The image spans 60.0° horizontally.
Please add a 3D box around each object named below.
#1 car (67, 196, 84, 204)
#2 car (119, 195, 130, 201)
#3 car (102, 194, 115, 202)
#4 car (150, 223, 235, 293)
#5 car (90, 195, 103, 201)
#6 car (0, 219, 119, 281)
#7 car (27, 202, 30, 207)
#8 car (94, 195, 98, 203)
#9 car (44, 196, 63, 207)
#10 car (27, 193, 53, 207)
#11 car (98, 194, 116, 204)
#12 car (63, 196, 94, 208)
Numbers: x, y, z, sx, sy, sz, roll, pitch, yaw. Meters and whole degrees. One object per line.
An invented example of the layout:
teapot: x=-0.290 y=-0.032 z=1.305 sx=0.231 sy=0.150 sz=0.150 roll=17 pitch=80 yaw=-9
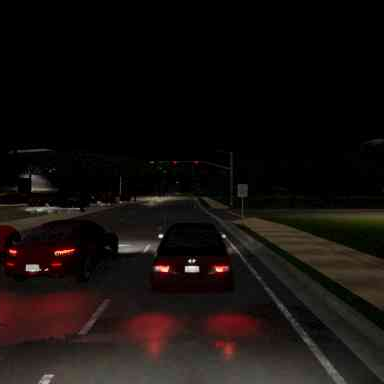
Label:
car: x=-23.271 y=1.524 z=66.532 sx=1.812 sy=1.442 sz=4.674 roll=0 pitch=0 yaw=0
car: x=-16.268 y=1.540 z=80.649 sx=2.033 sy=1.411 sz=5.357 roll=0 pitch=0 yaw=0
car: x=-19.768 y=1.355 z=78.906 sx=2.097 sy=1.767 sz=4.553 roll=0 pitch=0 yaw=0
car: x=0.007 y=1.547 z=8.991 sx=2.033 sy=1.411 sz=5.357 roll=0 pitch=0 yaw=0
car: x=-23.267 y=1.499 z=81.494 sx=1.837 sy=1.490 sz=4.892 roll=0 pitch=0 yaw=0
car: x=-3.496 y=1.526 z=9.702 sx=1.812 sy=1.442 sz=4.674 roll=0 pitch=0 yaw=1
car: x=-6.990 y=1.352 z=9.755 sx=2.097 sy=1.767 sz=4.553 roll=0 pitch=0 yaw=0
car: x=-19.792 y=1.563 z=64.202 sx=1.994 sy=1.385 sz=4.181 roll=0 pitch=0 yaw=1
car: x=-19.975 y=1.600 z=50.450 sx=1.895 sy=1.301 sz=4.718 roll=0 pitch=0 yaw=2
car: x=-23.396 y=1.222 z=51.820 sx=2.150 sy=2.045 sz=5.566 roll=0 pitch=0 yaw=2
car: x=-16.289 y=1.477 z=65.121 sx=1.882 sy=1.535 sz=5.008 roll=0 pitch=0 yaw=0
car: x=-16.275 y=1.547 z=48.080 sx=2.033 sy=1.411 sz=5.357 roll=0 pitch=0 yaw=-1
